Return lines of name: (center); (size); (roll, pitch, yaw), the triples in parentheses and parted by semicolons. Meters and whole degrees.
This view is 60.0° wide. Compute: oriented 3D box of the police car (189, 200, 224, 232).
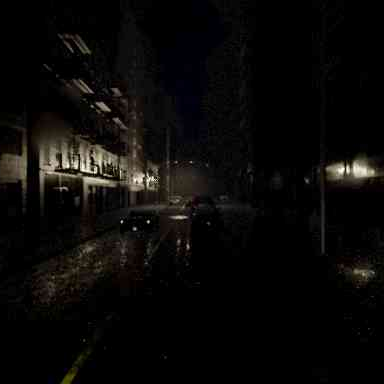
police car: (0.916, 1.536, 21.009); (1.930, 1.638, 5.238); (0, 0, 0)

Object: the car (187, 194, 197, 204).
car: (0.057, 1.510, 72.013); (2.150, 2.045, 5.566); (0, 0, 0)

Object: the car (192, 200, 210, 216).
car: (0.930, 1.708, 36.899); (1.837, 1.490, 4.892); (0, 0, 0)

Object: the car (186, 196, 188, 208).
car: (0.044, 1.670, 54.813); (2.097, 1.767, 4.553); (0, 0, 0)

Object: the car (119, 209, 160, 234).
car: (-3.086, 1.707, 20.206); (1.895, 1.301, 4.718); (0, 0, 0)

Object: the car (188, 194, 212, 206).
car: (0.925, 1.392, 30.930); (2.150, 2.045, 5.566); (0, 0, 0)

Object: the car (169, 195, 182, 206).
car: (-2.982, 1.584, 61.339); (2.150, 2.045, 5.566); (0, 0, 1)
